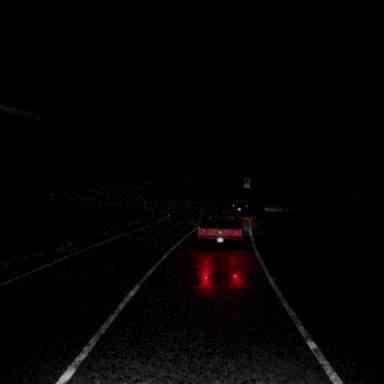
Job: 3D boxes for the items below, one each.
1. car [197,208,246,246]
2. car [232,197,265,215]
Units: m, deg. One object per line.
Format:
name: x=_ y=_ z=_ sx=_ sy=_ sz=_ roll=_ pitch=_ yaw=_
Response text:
car: x=1.402 y=1.623 z=15.403 sx=1.895 sy=1.301 sz=4.718 roll=1 pitch=0 yaw=7
car: x=5.165 y=1.140 z=30.279 sx=1.812 sy=1.442 sz=4.674 roll=3 pitch=5 yaw=30
